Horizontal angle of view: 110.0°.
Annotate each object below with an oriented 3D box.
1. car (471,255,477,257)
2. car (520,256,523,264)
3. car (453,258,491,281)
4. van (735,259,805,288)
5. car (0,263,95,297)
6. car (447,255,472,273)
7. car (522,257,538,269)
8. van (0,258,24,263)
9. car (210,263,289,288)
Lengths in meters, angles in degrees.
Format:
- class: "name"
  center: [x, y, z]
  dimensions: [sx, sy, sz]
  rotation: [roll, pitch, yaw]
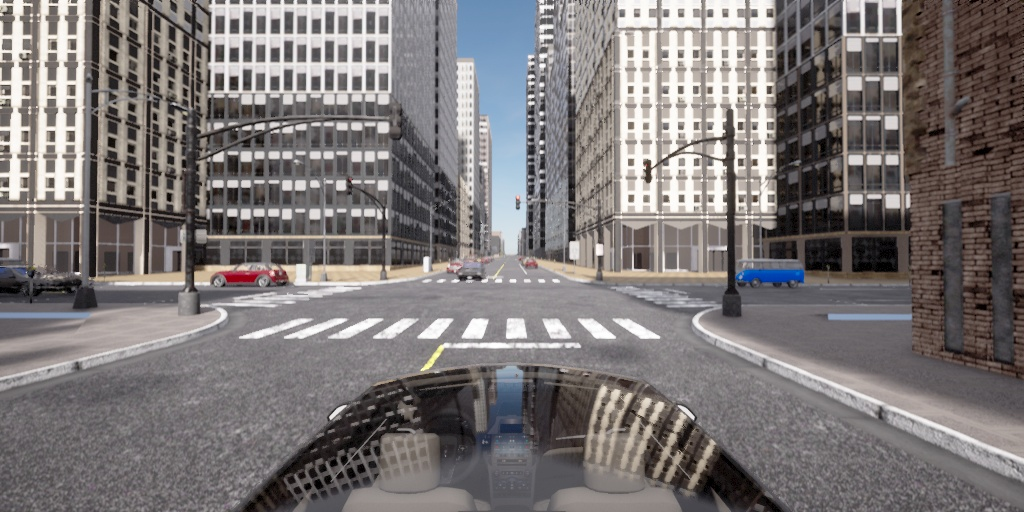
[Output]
- class: "car"
  center: [-5.731, 0.801, 49.164]
  dimensions: [2.192, 1.841, 5.009]
  rotation: [0, 0, 0]
- class: "car"
  center: [2.640, 0.949, 60.559]
  dimensions: [1.751, 1.417, 4.829]
  rotation: [0, 0, 0]
- class: "car"
  center: [-3.023, 1.151, 28.190]
  dimensions: [2.033, 1.411, 5.357]
  rotation: [0, 0, 0]
- class: "van"
  center: [15.963, 1.087, 22.523]
  dimensions: [3.998, 1.789, 1.690]
  rotation: [0, 0, 0]
- class: "car"
  center: [-23.097, 1.150, 16.797]
  dimensions: [5.357, 1.411, 2.033]
  rotation: [0, -1, 0]
- class: "car"
  center: [-5.722, 0.988, 38.014]
  dimensions: [1.967, 1.591, 4.097]
  rotation: [0, 0, 0]
- class: "car"
  center: [2.649, 1.068, 49.233]
  dimensions: [1.802, 1.307, 4.207]
  rotation: [0, 0, 0]
- class: "van"
  center: [-33.456, 1.008, 22.591]
  dimensions: [3.998, 1.789, 1.690]
  rotation: [0, 0, 0]
- class: "car"
  center: [-16.510, 1.131, 22.568]
  dimensions: [4.097, 1.591, 1.967]
  rotation: [0, 0, 0]
